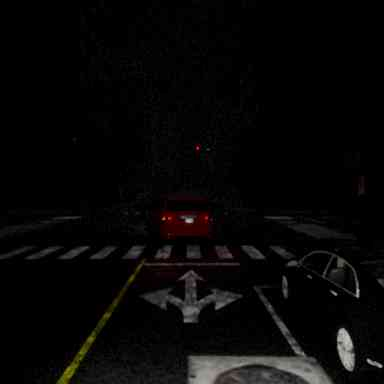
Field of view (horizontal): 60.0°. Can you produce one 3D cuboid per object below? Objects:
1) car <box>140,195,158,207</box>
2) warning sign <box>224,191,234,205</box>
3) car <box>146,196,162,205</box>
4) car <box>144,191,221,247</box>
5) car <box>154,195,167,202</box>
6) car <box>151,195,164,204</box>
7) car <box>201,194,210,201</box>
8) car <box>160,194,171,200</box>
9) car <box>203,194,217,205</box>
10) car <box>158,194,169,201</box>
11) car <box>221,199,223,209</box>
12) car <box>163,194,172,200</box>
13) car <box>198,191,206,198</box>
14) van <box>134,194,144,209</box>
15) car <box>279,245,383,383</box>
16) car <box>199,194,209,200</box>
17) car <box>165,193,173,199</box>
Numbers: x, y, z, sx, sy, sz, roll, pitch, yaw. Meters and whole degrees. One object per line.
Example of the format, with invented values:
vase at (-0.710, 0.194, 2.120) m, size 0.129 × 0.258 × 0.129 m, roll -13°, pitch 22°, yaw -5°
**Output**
car at (-5.852, 1.174, 45.580) m, size 1.967 × 1.590 × 4.097 m, roll 0°, pitch 0°, yaw 0°
warning sign at (5.075, 0.848, 45.897) m, size 1.300 × 1.860 × 1.060 m, roll 0°, pitch 0°, yaw 0°
car at (-5.847, 1.266, 51.249) m, size 1.947 × 1.339 × 4.313 m, roll 0°, pitch 0°, yaw 0°
car at (-0.684, 1.136, 14.744) m, size 2.150 × 2.045 × 5.566 m, roll 1°, pitch 0°, yaw -12°
car at (-5.838, 1.200, 62.585) m, size 1.947 × 1.339 × 4.313 m, roll 0°, pitch 0°, yaw 0°
car at (-5.843, 1.249, 56.917) m, size 1.802 × 1.307 × 4.206 m, roll 0°, pitch 0°, yaw 0°
car at (2.693, 1.125, 68.423) m, size 1.752 × 1.417 × 4.829 m, roll 0°, pitch 0°, yaw 0°
car at (-5.828, 1.131, 73.922) m, size 1.947 × 1.339 × 4.313 m, roll 0°, pitch 0°, yaw 0°
car at (2.678, 1.142, 51.245) m, size 1.967 × 1.590 × 4.097 m, roll 0°, pitch 0°, yaw 0°
car at (-5.833, 1.126, 68.083) m, size 1.752 × 1.417 × 4.829 m, roll 0°, pitch 0°, yaw 0°
car at (2.669, 1.207, 39.907) m, size 1.967 × 1.590 × 4.097 m, roll 0°, pitch 0°, yaw 0°
car at (-5.824, 1.075, 79.589) m, size 1.887 × 1.381 × 4.507 m, roll 0°, pitch 0°, yaw 0°
car at (2.711, 0.775, 90.928) m, size 2.192 × 1.841 × 5.009 m, roll 0°, pitch 0°, yaw 0°
van at (-5.857, 1.107, 39.911) m, size 1.690 × 1.788 × 3.998 m, roll 0°, pitch 0°, yaw 0°
car at (2.650, 1.519, 5.258) m, size 2.008 × 1.369 × 4.403 m, roll 0°, pitch 0°, yaw 0°
car at (2.697, 1.117, 73.922) m, size 2.008 × 1.369 × 4.403 m, roll 0°, pitch 0°, yaw 0°
car at (-5.819, 1.021, 85.088) m, size 1.752 × 1.417 × 4.829 m, roll 0°, pitch 0°, yaw 0°
